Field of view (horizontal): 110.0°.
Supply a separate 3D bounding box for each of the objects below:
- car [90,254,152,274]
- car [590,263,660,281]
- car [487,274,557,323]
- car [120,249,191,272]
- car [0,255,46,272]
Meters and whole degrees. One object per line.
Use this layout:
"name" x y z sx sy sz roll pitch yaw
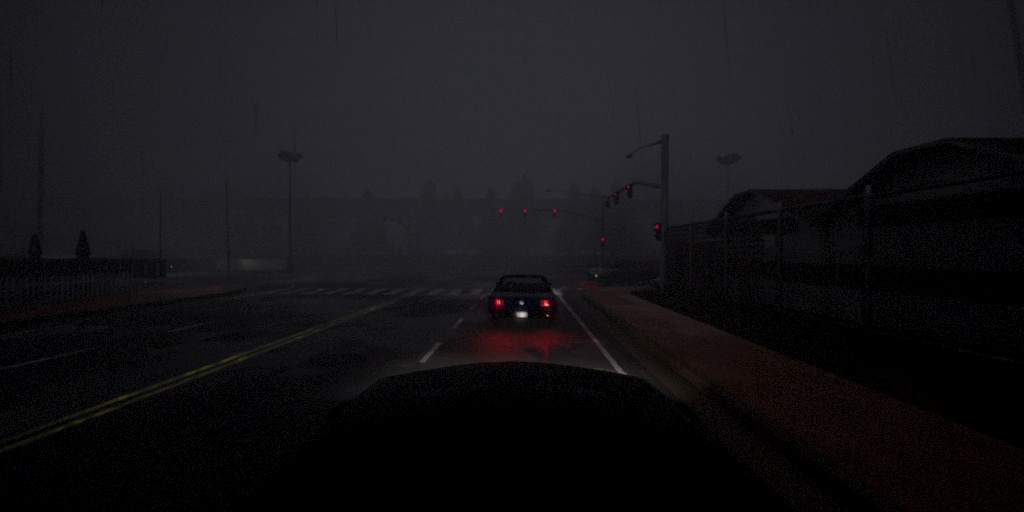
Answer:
"car" -33.178 0.792 29.622 4.674 1.442 1.812 1 1 0
"car" 8.213 1.130 26.096 4.718 1.301 1.895 0 0 -13
"car" 0.371 1.247 11.719 1.895 1.301 4.718 0 1 3
"car" -33.073 0.454 33.117 5.566 2.045 2.150 1 1 0
"car" -35.329 0.717 26.127 5.008 1.535 1.882 2 1 0
